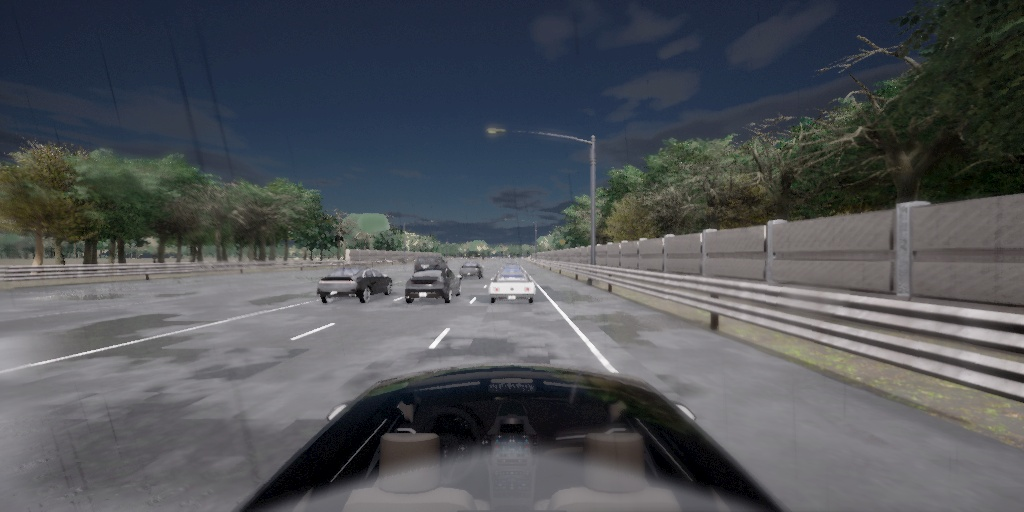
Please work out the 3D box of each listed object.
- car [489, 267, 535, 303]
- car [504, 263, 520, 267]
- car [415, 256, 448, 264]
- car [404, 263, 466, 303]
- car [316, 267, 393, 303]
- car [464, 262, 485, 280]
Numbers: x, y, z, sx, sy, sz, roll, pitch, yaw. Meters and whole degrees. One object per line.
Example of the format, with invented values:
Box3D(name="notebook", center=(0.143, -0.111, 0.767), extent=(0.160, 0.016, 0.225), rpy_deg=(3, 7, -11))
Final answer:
Box3D(name="car", center=(0.000, 1.367, 16.530), extent=(1.895, 1.301, 4.718), rpy_deg=(0, 0, 0))
Box3D(name="car", center=(0.000, 1.323, 31.500), extent=(2.033, 1.411, 5.357), rpy_deg=(0, 0, 0))
Box3D(name="car", center=(-7.000, 1.017, 31.531), extent=(2.150, 2.045, 5.566), rpy_deg=(0, 0, 0))
Box3D(name="car", center=(-3.500, 1.267, 16.500), extent=(1.837, 1.490, 4.892), rpy_deg=(0, 0, 0))
Box3D(name="car", center=(-7.000, 1.245, 16.500), extent=(2.128, 1.511, 4.902), rpy_deg=(0, 0, 0))
Box3D(name="car", center=(-3.500, 1.255, 31.500), extent=(2.128, 1.511, 4.902), rpy_deg=(0, 0, 0))
